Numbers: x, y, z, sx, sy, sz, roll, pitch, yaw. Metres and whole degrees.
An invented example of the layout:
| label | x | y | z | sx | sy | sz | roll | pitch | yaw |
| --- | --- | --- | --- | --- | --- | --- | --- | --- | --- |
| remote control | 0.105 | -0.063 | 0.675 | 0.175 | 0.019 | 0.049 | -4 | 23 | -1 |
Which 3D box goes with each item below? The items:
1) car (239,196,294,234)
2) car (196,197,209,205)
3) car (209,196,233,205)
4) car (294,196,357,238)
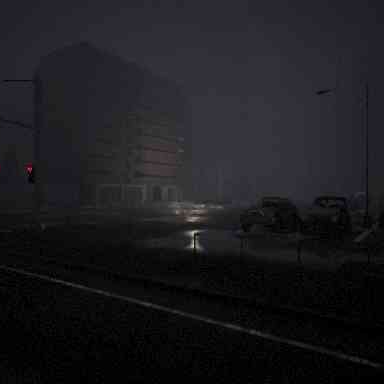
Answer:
| label | x | y | z | sx | sy | sz | roll | pitch | yaw |
| --- | --- | --- | --- | --- | --- | --- | --- | --- | --- |
| car | 4.382 | 1.151 | 18.270 | 1.932 | 1.855 | 4.605 | 0 | 0 | 34 |
| car | 2.484 | 1.566 | 59.533 | 1.812 | 1.442 | 4.674 | 0 | 0 | 34 |
| car | 5.391 | 1.518 | 57.585 | 1.882 | 1.535 | 5.008 | 0 | 0 | 34 |
| car | 6.750 | 1.153 | 16.605 | 1.905 | 1.878 | 3.866 | 0 | 0 | 34 |
